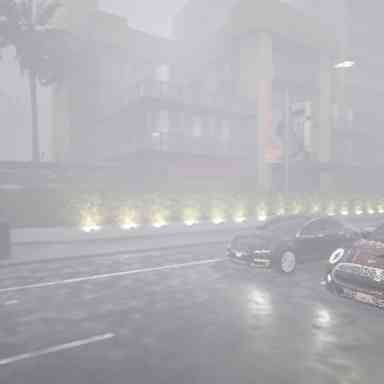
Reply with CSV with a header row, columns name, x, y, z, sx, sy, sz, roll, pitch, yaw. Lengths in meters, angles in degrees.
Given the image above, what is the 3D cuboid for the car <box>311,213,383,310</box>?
name,x,y,z,sx,sy,sz,roll,pitch,yaw
car,4.997,1.324,7.262,4.553,1.767,2.097,0,0,-33

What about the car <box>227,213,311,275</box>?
name,x,y,z,sx,sy,sz,roll,pitch,yaw
car,3.286,1.448,10.330,4.892,1.490,1.837,0,0,-33
